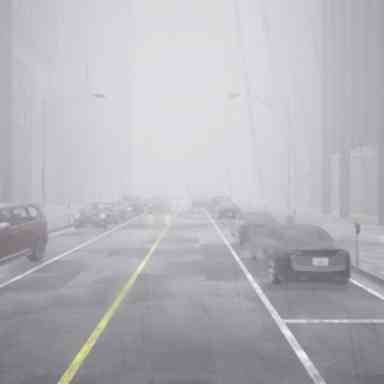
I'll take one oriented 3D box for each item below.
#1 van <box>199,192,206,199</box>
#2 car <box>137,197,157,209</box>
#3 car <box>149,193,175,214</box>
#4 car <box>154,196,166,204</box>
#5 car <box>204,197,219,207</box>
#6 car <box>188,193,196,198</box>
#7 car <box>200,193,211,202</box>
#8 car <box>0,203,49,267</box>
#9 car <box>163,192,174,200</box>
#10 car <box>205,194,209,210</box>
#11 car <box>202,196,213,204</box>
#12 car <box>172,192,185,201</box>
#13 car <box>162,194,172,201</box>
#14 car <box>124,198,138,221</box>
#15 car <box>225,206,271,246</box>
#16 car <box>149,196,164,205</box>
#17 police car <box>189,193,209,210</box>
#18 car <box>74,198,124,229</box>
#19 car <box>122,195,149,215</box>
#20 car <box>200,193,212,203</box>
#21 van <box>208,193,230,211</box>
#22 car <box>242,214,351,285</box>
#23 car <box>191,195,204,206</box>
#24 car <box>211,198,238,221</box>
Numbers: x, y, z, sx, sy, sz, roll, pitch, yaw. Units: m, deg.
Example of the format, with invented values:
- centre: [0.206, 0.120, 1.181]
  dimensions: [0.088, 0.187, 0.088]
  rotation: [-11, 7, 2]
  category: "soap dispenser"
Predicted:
- centre: [2.764, 1.027, 87.754]
  dimensions: [1.690, 1.788, 3.998]
  rotation: [0, 0, 0]
  category: "van"
- centre: [-5.761, 1.397, 42.868]
  dimensions: [1.947, 1.339, 4.313]
  rotation: [0, 0, 0]
  category: "car"
- centre: [-3.097, 1.221, 32.770]
  dimensions: [2.097, 1.767, 4.553]
  rotation: [0, 0, 0]
  category: "car"
- centre: [-5.761, 1.356, 59.696]
  dimensions: [1.802, 1.307, 4.206]
  rotation: [0, 0, 0]
  category: "car"
- centre: [2.764, 1.377, 48.491]
  dimensions: [1.947, 1.339, 4.313]
  rotation: [0, 0, 0]
  category: "car"
- centre: [0.002, 1.031, 95.183]
  dimensions: [1.994, 1.385, 4.181]
  rotation: [0, 0, 0]
  category: "car"
- centre: [2.764, 1.053, 70.926]
  dimensions: [2.192, 1.841, 5.009]
  rotation: [0, 0, 0]
  category: "car"
- centre: [-5.761, 1.276, 9.210]
  dimensions: [2.192, 1.841, 5.009]
  rotation: [0, 0, 0]
  category: "car"
- centre: [-5.761, 1.018, 82.133]
  dimensions: [2.192, 1.841, 5.009]
  rotation: [0, 0, 0]
  category: "car"
- centre: [2.764, 1.292, 37.272]
  dimensions: [1.967, 1.590, 4.097]
  rotation: [0, 0, 0]
  category: "car"
- centre: [2.764, 1.356, 59.709]
  dimensions: [1.802, 1.307, 4.206]
  rotation: [0, 0, 0]
  category: "car"
- centre: [-2.999, 1.227, 74.926]
  dimensions: [1.994, 1.385, 4.181]
  rotation: [0, 0, 0]
  category: "car"
- centre: [-5.761, 1.161, 76.524]
  dimensions: [1.967, 1.590, 4.097]
  rotation: [0, 0, 0]
  category: "car"
- centre: [-5.761, 1.446, 26.040]
  dimensions: [2.008, 1.369, 4.403]
  rotation: [0, 0, 0]
  category: "car"
- centre: [2.764, 1.504, 14.837]
  dimensions: [1.947, 1.339, 4.313]
  rotation: [0, 0, 0]
  category: "car"
- centre: [-5.761, 1.343, 54.087]
  dimensions: [2.008, 1.369, 4.403]
  rotation: [0, 0, 0]
  category: "car"
- centre: [0.900, 1.263, 41.107]
  dimensions: [1.930, 1.638, 5.238]
  rotation: [0, 0, 0]
  category: "police car"
- centre: [-5.761, 1.357, 20.430]
  dimensions: [1.967, 1.590, 4.097]
  rotation: [0, 0, 0]
  category: "car"
- centre: [-5.761, 1.188, 31.648]
  dimensions: [2.192, 1.841, 5.009]
  rotation: [0, 0, 0]
  category: "car"
- centre: [2.764, 1.071, 65.317]
  dimensions: [2.192, 1.841, 5.009]
  rotation: [0, 0, 0]
  category: "car"
- centre: [2.764, 1.214, 31.663]
  dimensions: [1.690, 1.788, 3.998]
  rotation: [0, 0, 0]
  category: "van"
- centre: [2.764, 1.527, 9.227]
  dimensions: [1.947, 1.339, 4.313]
  rotation: [0, 0, 0]
  category: "car"
- centre: [0.853, 1.283, 50.990]
  dimensions: [1.882, 1.535, 5.008]
  rotation: [0, 0, -1]
  category: "car"
- centre: [2.764, 1.439, 26.055]
  dimensions: [1.887, 1.381, 4.507]
  rotation: [0, 0, 0]
  category: "car"
